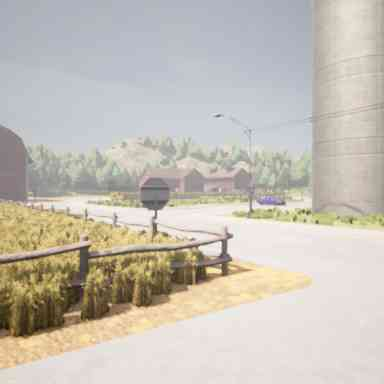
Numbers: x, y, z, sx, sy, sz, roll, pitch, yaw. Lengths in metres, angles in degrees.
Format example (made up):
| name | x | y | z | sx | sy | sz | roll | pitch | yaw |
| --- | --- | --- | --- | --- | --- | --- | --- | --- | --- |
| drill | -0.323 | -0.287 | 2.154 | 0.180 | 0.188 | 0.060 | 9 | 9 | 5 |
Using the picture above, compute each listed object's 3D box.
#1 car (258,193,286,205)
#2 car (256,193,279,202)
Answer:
| name | x | y | z | sx | sy | sz | roll | pitch | yaw |
| --- | --- | --- | --- | --- | --- | --- | --- | --- | --- |
| car | 13.114 | 1.434 | 54.349 | 2.242 | 1.667 | 4.611 | 0 | 0 | -36 |
| car | 16.607 | 1.248 | 73.320 | 1.932 | 1.855 | 4.605 | 0 | 0 | -36 |
